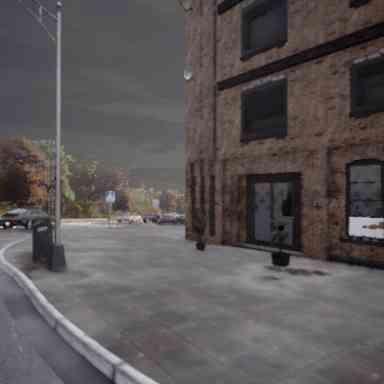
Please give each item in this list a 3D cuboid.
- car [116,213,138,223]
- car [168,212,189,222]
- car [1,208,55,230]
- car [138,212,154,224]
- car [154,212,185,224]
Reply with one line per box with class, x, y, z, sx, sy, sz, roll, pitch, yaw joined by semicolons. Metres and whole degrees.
car;-7.871;3.335;42.886;1.895;1.301;4.718;0;-4;15
car;-1.984;3.945;52.125;1.837;1.490;4.892;0;-4;16
car;-12.042;2.018;24.884;1.837;1.490;4.892;0;-3;8
car;-4.675;3.261;42.228;1.837;1.490;4.892;0;-4;15
car;-2.363;3.113;38.924;2.002;1.452;4.674;2;-3;16
